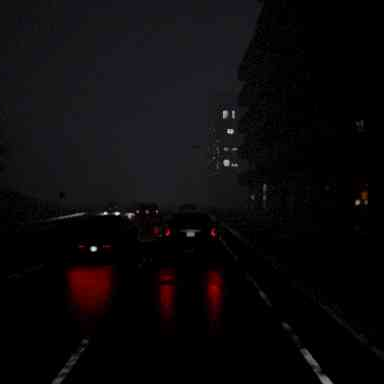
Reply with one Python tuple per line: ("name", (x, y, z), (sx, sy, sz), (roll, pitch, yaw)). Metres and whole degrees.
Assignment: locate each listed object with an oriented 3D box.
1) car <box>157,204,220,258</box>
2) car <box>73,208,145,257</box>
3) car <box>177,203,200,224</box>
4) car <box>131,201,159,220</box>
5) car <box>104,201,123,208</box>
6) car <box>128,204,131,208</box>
("car", (-0.054, 1.498, 13.536), (2.097, 1.767, 4.553), (0, -1, 0))
("car", (-3.305, 1.655, 13.579), (1.837, 1.490, 4.892), (0, 0, 0))
("car", (-0.354, 1.801, 29.441), (1.882, 1.535, 5.008), (0, 0, -1))
("car", (-3.588, 1.664, 28.520), (2.097, 1.767, 4.553), (0, -1, -1))
("car", (-10.704, 2.014, 45.473), (1.837, 1.490, 4.892), (0, -1, -2))
("car", (-7.435, 1.976, 44.855), (1.882, 1.535, 5.008), (0, -1, -2))
